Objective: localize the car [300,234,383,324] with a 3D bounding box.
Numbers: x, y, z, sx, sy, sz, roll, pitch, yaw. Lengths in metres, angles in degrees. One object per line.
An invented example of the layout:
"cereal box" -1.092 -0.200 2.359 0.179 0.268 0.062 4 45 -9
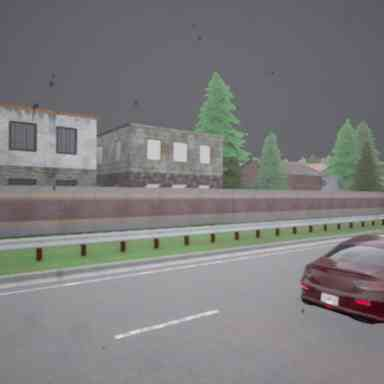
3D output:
"car" 4.111 1.582 6.717 4.674 1.442 1.812 0 0 -35
